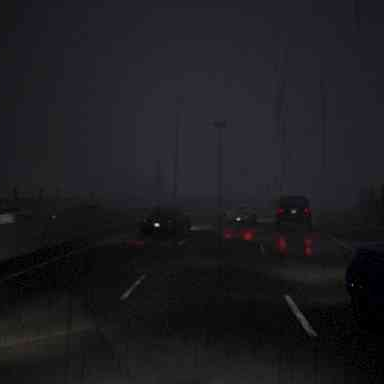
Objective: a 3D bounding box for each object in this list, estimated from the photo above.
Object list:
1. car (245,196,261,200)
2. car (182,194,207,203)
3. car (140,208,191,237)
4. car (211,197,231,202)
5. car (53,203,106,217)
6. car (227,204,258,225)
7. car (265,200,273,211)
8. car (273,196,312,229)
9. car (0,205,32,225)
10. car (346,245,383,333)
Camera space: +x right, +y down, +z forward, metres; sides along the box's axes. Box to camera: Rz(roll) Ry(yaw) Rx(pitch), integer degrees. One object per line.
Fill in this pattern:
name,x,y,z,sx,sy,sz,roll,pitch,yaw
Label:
car,11.043,1.605,61.299,2.097,1.767,4.553,0,-1,38
car,0.517,1.461,58.743,2.150,2.045,5.566,-1,-1,34
car,-1.339,1.596,18.339,1.994,1.385,4.181,0,0,11
car,5.188,1.732,59.342,2.128,1.511,4.902,0,0,36
car,-7.638,1.546,23.089,1.837,1.490,4.892,0,0,14
car,3.727,1.575,24.304,1.812,1.442,4.674,0,0,16
car,10.471,1.662,41.073,2.033,1.411,5.357,0,0,28
car,6.753,1.266,22.361,2.150,2.045,5.566,0,0,15
car,-11.846,1.554,20.363,1.812,1.442,4.674,0,0,12
car,3.764,1.237,3.627,2.150,2.045,5.566,0,0,2
